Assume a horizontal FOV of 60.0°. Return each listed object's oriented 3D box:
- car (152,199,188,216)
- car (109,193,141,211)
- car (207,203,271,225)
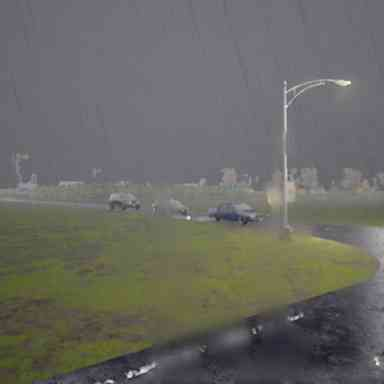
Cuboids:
[{"bbox_3d":[-2.231,1.479,32.609,1.837,1.490,4.892,-1,0,-35],"label":"car"},{"bbox_3d":[-8.462,1.191,41.283,2.150,2.045,5.566,-1,0,-37],"label":"car"},{"bbox_3d":[3.226,1.525,24.393,2.033,1.411,5.357,0,0,-33],"label":"car"}]
